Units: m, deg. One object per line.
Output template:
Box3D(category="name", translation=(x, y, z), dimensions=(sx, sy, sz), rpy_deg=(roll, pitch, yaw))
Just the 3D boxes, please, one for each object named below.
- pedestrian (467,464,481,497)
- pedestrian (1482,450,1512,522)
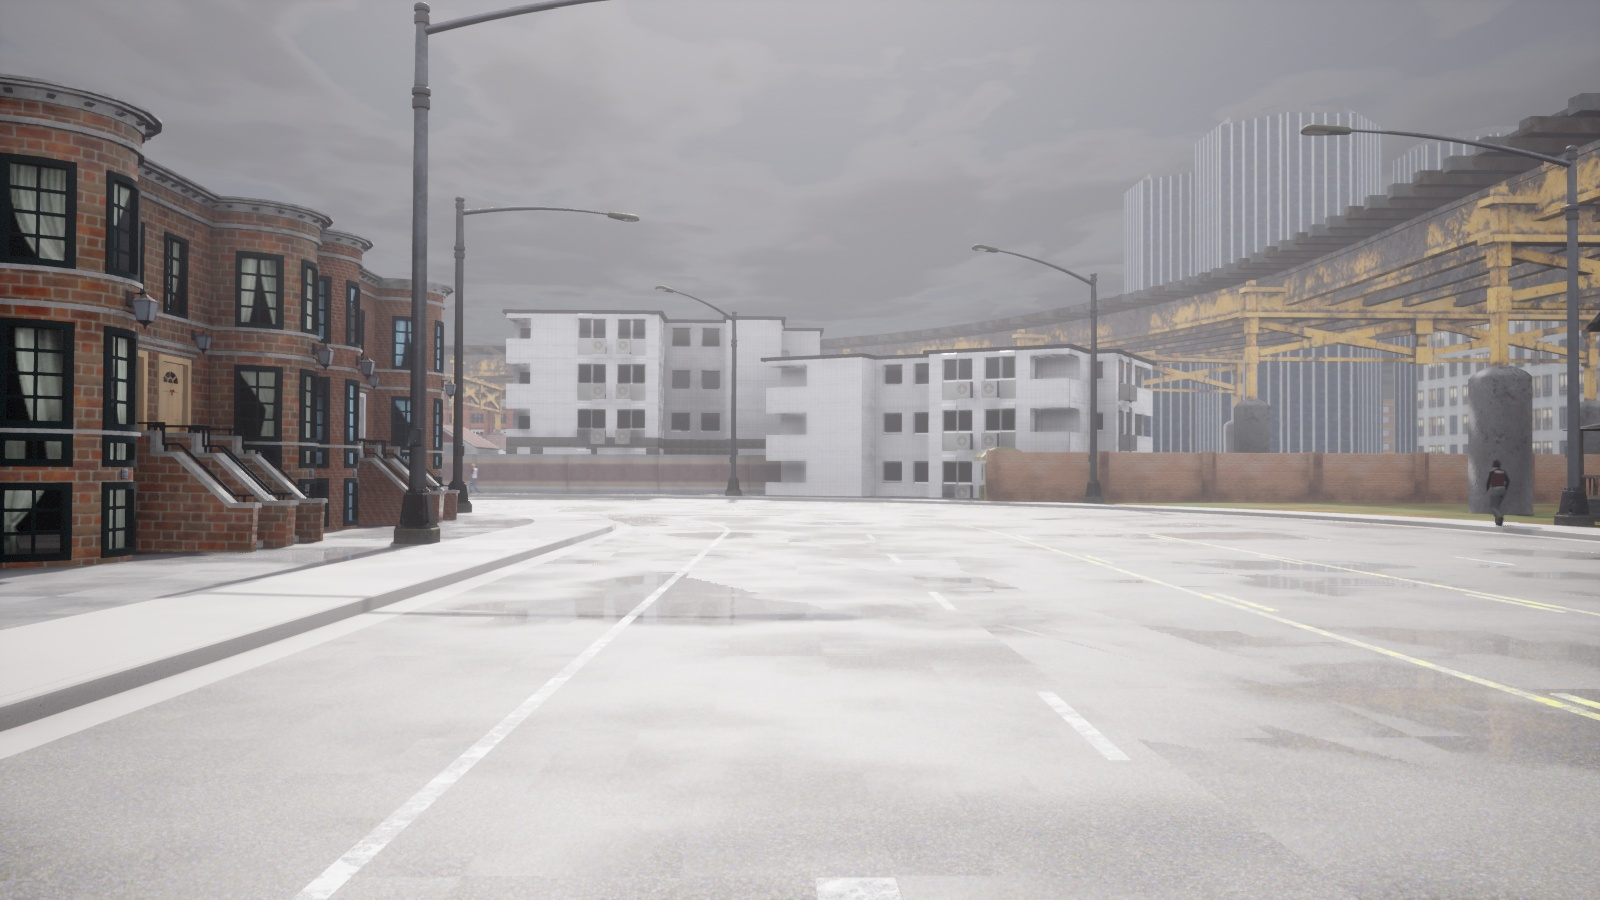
Box3D(category="pedestrian", translation=(-18.698, 1.752, 72.104), dimensions=(0.706, 1.836, 0.354), rpy_deg=(0, -1, 8))
Box3D(category="pedestrian", translation=(18.693, 0.959, 33.685), dimensions=(0.402, 1.930, 0.666), rpy_deg=(0, -1, -3))
